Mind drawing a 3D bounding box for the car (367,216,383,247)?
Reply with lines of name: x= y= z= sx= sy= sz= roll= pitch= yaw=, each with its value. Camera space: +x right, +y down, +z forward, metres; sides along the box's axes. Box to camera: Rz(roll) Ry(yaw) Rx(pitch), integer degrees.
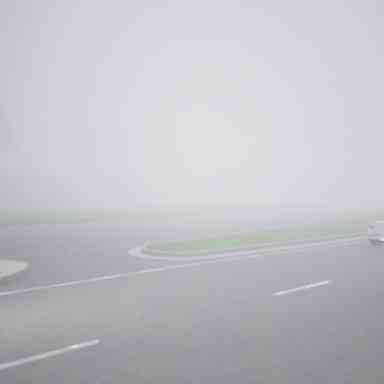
car: x=9.083 y=1.508 z=13.641 sx=4.674 sy=1.442 sz=1.812 roll=0 pitch=0 yaw=-32
